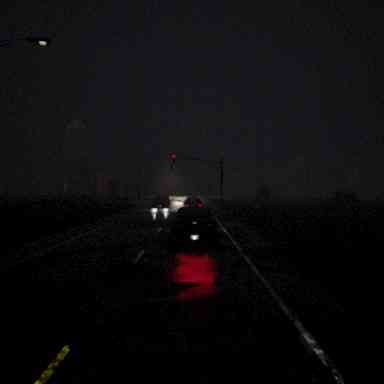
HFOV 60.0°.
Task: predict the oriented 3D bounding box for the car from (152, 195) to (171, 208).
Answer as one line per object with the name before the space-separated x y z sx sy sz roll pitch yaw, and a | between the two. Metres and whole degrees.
car | -3.499 1.104 39.186 2.033 1.411 5.357 0 1 0

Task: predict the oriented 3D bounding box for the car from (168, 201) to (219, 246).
car | 0.100 1.344 14.433 1.837 1.490 4.892 0 1 0

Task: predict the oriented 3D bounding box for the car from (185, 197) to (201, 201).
car | 0.102 1.204 30.445 2.033 1.411 5.357 0 1 0
